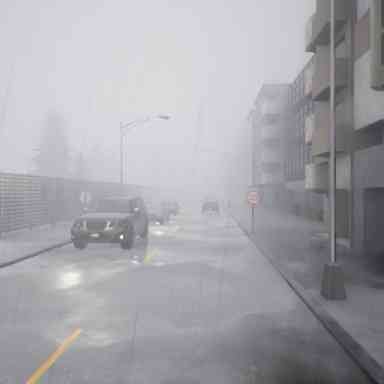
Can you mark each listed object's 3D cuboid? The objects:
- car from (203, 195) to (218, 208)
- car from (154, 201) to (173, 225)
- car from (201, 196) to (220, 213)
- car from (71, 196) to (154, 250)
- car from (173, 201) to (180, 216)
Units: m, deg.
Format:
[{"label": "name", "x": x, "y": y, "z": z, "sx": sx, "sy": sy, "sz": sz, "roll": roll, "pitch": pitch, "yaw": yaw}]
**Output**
[{"label": "car", "x": 2.679, "y": 1.375, "z": 47.875, "sx": 2.097, "sy": 1.767, "sz": 4.553, "roll": 0, "pitch": 0, "yaw": 3}, {"label": "car", "x": -2.768, "y": 1.538, "z": 24.358, "sx": 1.812, "sy": 1.442, "sz": 4.674, "roll": 0, "pitch": 0, "yaw": 4}, {"label": "car", "x": 2.073, "y": 1.523, "z": 36.996, "sx": 1.837, "sy": 1.490, "sz": 4.892, "roll": 0, "pitch": 0, "yaw": 3}, {"label": "car", "x": -3.364, "y": 1.229, "z": 14.848, "sx": 2.150, "sy": 2.045, "sz": 5.566, "roll": 0, "pitch": 0, "yaw": 3}, {"label": "car", "x": -2.285, "y": 1.563, "z": 33.393, "sx": 2.033, "sy": 1.411, "sz": 5.357, "roll": 0, "pitch": 0, "yaw": 4}]
